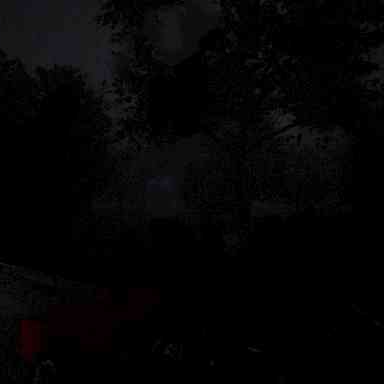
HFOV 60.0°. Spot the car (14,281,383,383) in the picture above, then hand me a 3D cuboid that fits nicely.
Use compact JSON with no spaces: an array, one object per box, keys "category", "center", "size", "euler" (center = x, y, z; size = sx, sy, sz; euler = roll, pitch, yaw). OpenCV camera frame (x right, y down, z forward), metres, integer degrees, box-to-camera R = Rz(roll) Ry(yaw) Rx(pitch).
[{"category":"car","center":[0.338,1.602,3.137],"size":[4.718,1.301,1.895],"euler":[0,0,35]}]
